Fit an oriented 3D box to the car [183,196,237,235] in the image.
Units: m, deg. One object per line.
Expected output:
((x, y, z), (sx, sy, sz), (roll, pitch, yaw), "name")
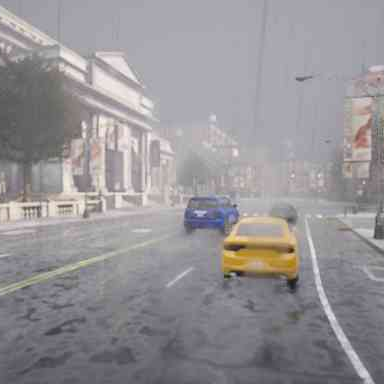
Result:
((1.239, 1.263, 19.035), (2.150, 2.045, 5.566), (0, 0, 18), "car")

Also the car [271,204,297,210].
((6.993, 1.622, 25.345), (1.994, 1.385, 4.181), (0, 0, 18), "car")

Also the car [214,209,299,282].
((2.144, 1.501, 10.027), (1.882, 1.535, 5.008), (0, 0, 15), "car")
